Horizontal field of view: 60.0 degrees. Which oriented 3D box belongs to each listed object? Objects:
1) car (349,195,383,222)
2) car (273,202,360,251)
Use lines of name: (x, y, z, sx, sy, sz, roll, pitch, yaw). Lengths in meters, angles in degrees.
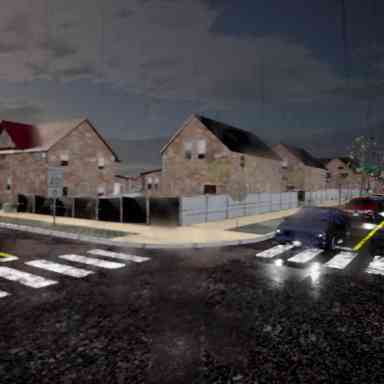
car: (11.661, 1.138, 22.903, 1.812, 1.442, 4.674, 2, 2, 34)
car: (5.014, 1.281, 13.251, 2.033, 1.411, 5.357, 2, 2, 34)
